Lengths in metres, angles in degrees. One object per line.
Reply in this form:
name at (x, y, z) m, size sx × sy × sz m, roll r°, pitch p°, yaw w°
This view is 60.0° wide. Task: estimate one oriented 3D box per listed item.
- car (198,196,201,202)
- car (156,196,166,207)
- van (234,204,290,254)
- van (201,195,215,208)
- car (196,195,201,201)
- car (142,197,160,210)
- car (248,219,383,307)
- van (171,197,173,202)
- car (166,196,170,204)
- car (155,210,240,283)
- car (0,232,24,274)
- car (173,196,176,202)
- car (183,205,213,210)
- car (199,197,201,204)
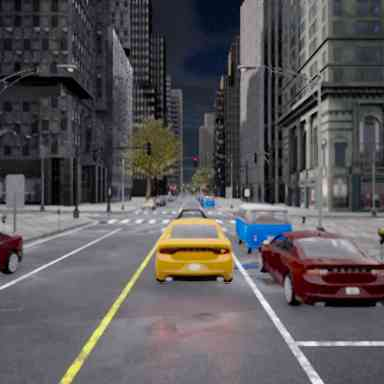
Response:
car at (2.605, 1.842, 62.293) m, size 1.887 × 1.381 × 4.507 m, roll 0°, pitch 0°, yaw 0°
car at (-5.905, 1.813, 56.626) m, size 1.887 × 1.381 × 4.507 m, roll 0°, pitch 0°, yaw 0°
van at (2.748, 1.400, 13.484) m, size 1.690 × 1.788 × 3.998 m, roll 0°, pitch 0°, yaw 0°
van at (2.634, 1.582, 51.468) m, size 1.690 × 1.788 × 3.998 m, roll 0°, pitch 0°, yaw 0°
car at (2.576, 1.907, 73.119) m, size 2.008 × 1.369 × 4.403 m, roll 0°, pitch 0°, yaw 0°
car at (-5.883, 1.739, 45.876) m, size 1.752 × 1.417 × 4.829 m, roll 0°, pitch 0°, yaw 0°
car at (2.761, 1.579, 7.958) m, size 1.887 × 1.381 × 4.507 m, roll 0°, pitch 0°, yaw 0°
van at (-5.961, 1.724, 77.783) m, size 1.690 × 1.788 × 3.998 m, roll 0°, pitch 0°, yaw 0°
car at (-5.919, 1.611, 61.917) m, size 2.192 × 1.841 × 5.009 m, roll 0°, pitch 0°, yaw 0°
car at (0.064, 1.521, 9.833) m, size 1.882 × 1.535 × 5.008 m, roll 0°, pitch 0°, yaw 0°
car at (-5.794, 1.579, 7.953) m, size 1.887 × 1.381 × 4.507 m, roll 0°, pitch 0°, yaw 0°
car at (-5.989, 2.008, 88.359) m, size 1.947 × 1.339 × 4.313 m, roll 0°, pitch 0°, yaw 0°
car at (0.013, 1.647, 18.740) m, size 1.994 × 1.385 × 4.181 m, roll 0°, pitch 0°, yaw 0°
car at (2.619, 1.835, 56.879) m, size 1.947 × 1.339 × 4.313 m, roll 0°, pitch 0°, yaw 0°
